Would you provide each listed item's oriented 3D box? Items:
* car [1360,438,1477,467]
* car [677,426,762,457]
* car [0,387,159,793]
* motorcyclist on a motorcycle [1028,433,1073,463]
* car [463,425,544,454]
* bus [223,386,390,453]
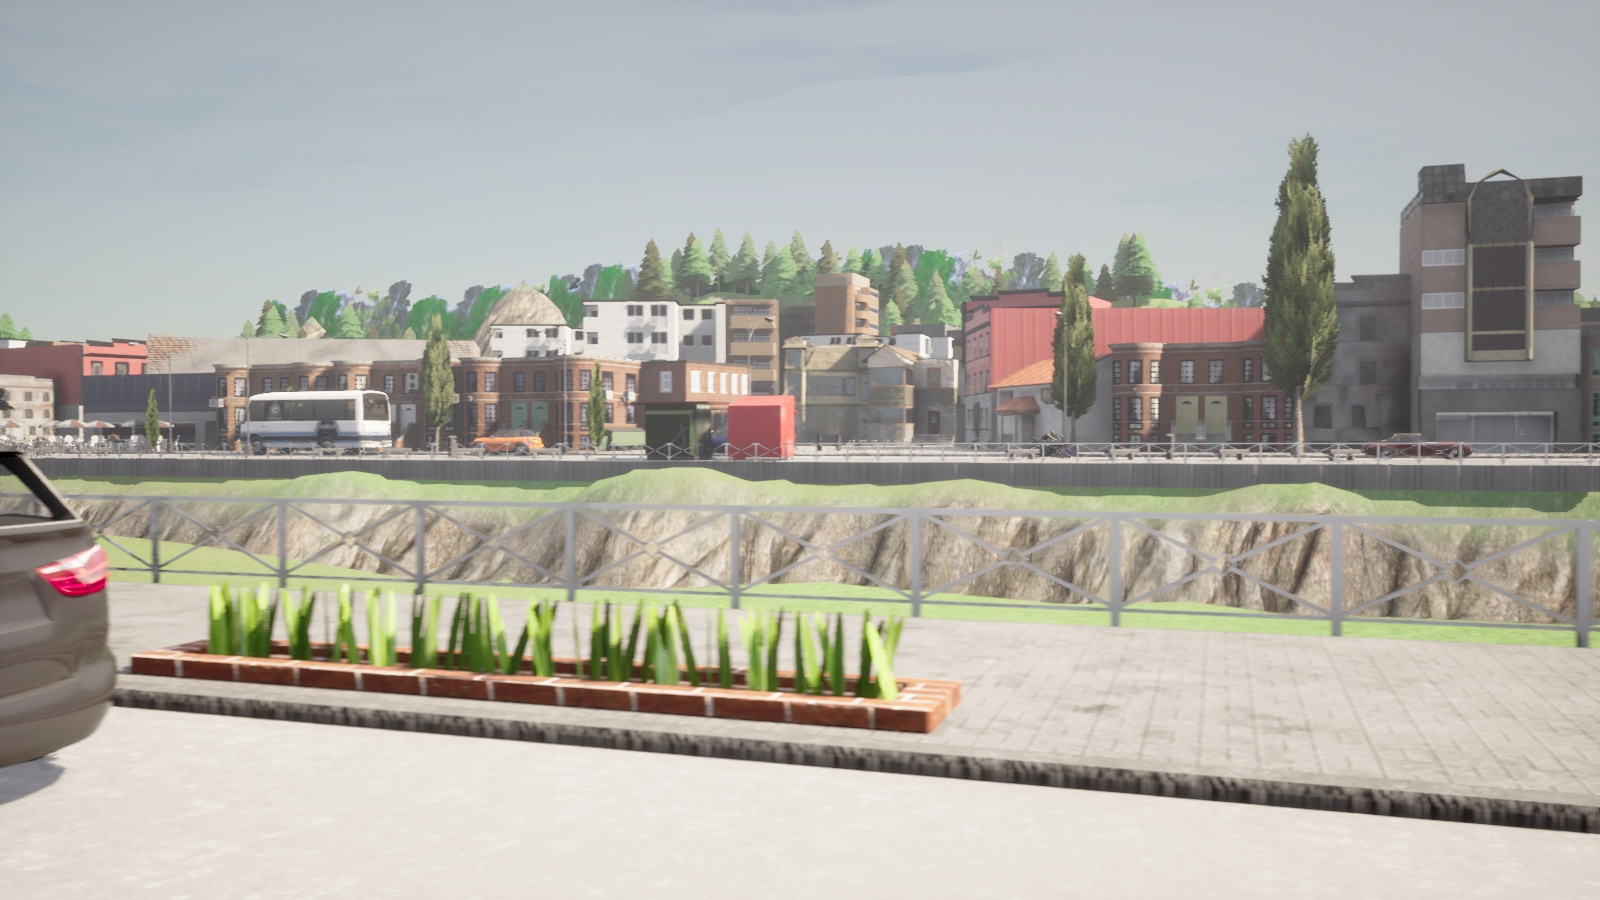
[{"bbox_3d":[29.008,0.090,59.071,4.718,1.301,1.895,1,1,19],"label":"car"},{"bbox_3d":[-4.772,-0.528,74.640,4.553,1.767,2.097,0,1,19],"label":"car"},{"bbox_3d":[-5.568,0.560,5.593,4.611,1.667,2.242,1,1,19],"label":"car"},{"bbox_3d":[12.875,-0.123,64.493,2.191,1.530,0.866,1,1,19],"label":"motorcyclist on a motorcycle"},{"bbox_3d":[-18.749,-0.656,79.338,4.553,1.767,2.097,1,1,19],"label":"car"},{"bbox_3d":[-33.065,-2.022,84.132,10.273,4.253,3.944,1,1,19],"label":"bus"}]
